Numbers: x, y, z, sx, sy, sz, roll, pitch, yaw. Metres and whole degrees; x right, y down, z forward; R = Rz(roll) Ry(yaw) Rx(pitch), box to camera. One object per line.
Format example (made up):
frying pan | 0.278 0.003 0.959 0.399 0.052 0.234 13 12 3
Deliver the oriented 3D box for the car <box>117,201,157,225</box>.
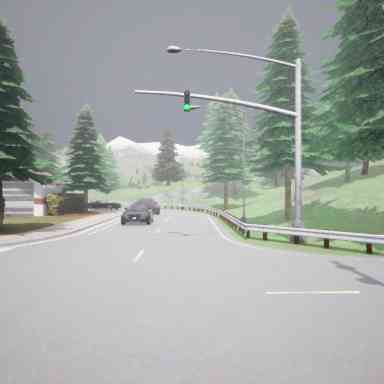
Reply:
car | -3.898 1.564 24.162 1.994 1.385 4.181 0 0 -2

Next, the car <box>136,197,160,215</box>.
car | -4.697 1.352 33.955 2.097 1.767 4.553 0 0 -19

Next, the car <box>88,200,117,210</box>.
car | -11.244 1.608 41.717 4.718 1.301 1.895 0 0 14
